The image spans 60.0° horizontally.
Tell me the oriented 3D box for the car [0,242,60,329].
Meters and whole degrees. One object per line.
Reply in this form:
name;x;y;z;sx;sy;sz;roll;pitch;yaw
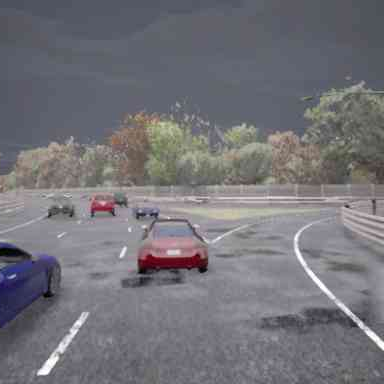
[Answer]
car;-3.740;1.526;5.527;1.812;1.442;4.674;0;0;-3

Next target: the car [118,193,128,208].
car;-10.735;1.157;47.216;2.150;2.045;5.566;0;0;-25

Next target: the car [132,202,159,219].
car;-4.105;1.553;28.641;1.895;1.301;4.718;0;0;-15

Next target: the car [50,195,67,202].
car;-30.787;1.439;76.806;1.837;1.490;4.892;0;0;-45

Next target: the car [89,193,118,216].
car;-8.711;1.182;32.283;2.150;2.045;5.566;0;0;-17

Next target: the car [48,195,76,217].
car;-11.981;1.326;30.841;2.097;1.767;4.553;0;0;-16

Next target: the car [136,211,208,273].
car;-0.682;1.543;10.704;1.994;1.385;4.181;0;0;-6
